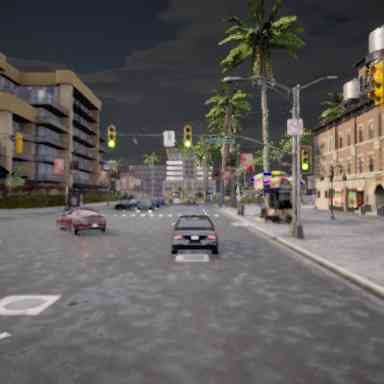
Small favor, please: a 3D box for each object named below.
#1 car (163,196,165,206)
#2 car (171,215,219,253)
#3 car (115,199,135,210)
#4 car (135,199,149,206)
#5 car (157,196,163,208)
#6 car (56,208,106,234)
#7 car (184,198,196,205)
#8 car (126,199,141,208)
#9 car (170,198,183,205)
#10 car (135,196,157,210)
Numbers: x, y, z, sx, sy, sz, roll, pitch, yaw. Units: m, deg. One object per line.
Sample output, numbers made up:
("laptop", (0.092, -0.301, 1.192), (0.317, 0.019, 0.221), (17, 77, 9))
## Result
("car", (-7.001, 1.888, 71.038), (2.150, 2.045, 5.566), (0, -1, 0))
("car", (0.102, 1.681, 14.209), (2.033, 1.411, 5.357), (0, -1, 0))
("car", (-10.497, 2.077, 50.932), (1.895, 1.301, 4.718), (0, -1, 0))
("car", (-10.497, 2.197, 70.373), (2.033, 1.411, 5.357), (0, -1, 0))
("car", (-6.996, 1.784, 60.290), (2.150, 2.045, 5.566), (0, -1, 0))
("car", (-6.869, 1.718, 20.520), (1.812, 1.442, 4.674), (1, -1, -38))
("car", (-0.146, 2.255, 78.222), (2.128, 1.511, 4.902), (0, -1, -4))
("car", (-10.496, 2.039, 60.076), (1.882, 1.535, 5.008), (0, -1, 0))
("car", (-3.648, 2.251, 78.289), (1.812, 1.442, 4.674), (0, -1, -4))
("car", (-6.997, 1.828, 50.949), (2.097, 1.767, 4.553), (0, -1, 0))
